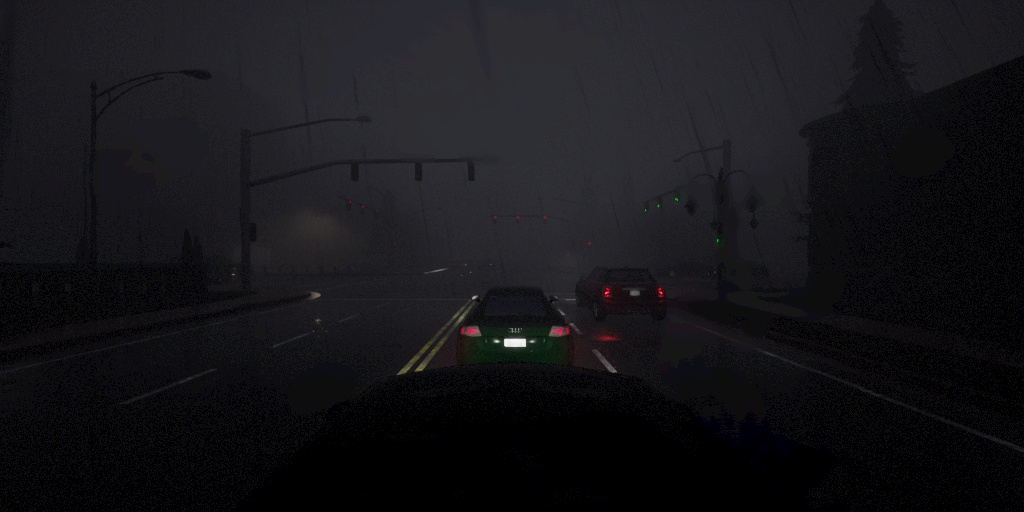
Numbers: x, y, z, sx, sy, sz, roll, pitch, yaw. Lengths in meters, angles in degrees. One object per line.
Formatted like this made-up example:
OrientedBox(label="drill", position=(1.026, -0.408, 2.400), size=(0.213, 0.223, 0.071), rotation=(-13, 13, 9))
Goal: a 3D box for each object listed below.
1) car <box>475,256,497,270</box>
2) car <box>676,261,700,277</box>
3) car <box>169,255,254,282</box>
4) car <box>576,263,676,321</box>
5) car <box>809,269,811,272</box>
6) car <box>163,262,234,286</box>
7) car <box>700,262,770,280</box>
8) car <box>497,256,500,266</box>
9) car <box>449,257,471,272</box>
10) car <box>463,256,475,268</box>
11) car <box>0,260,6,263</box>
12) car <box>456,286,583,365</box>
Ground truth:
OrientedBox(label="car", position=(-3.605, 1.102, 50.733), size=(2.097, 1.767, 4.553), rotation=(0, 0, 0))
OrientedBox(label="car", position=(16.185, 1.228, 33.636), size=(5.008, 1.535, 1.882), rotation=(0, 0, -2))
OrientedBox(label="car", position=(-22.584, 0.971, 26.815), size=(5.566, 2.045, 2.150), rotation=(0, 0, 0))
OrientedBox(label="car", position=(3.579, 1.102, 12.570), size=(2.097, 1.767, 4.553), rotation=(0, 0, 0))
OrientedBox(label="car", position=(31.056, 1.276, 34.465), size=(4.674, 1.442, 1.812), rotation=(0, 0, -11))
OrientedBox(label="car", position=(-21.300, 1.276, 23.337), size=(4.674, 1.442, 1.812), rotation=(0, 0, 0))
OrientedBox(label="car", position=(18.948, 1.255, 30.197), size=(4.892, 1.490, 1.837), rotation=(0, 0, -1))
OrientedBox(label="car", position=(-3.593, 1.240, 60.850), size=(2.128, 1.511, 4.902), rotation=(0, 0, 0))
OrientedBox(label="car", position=(-7.110, 1.228, 47.796), size=(1.882, 1.535, 5.008), rotation=(0, 0, 0))
OrientedBox(label="car", position=(-7.096, 1.237, 59.542), size=(2.128, 1.511, 4.902), rotation=(0, 0, 0))
OrientedBox(label="car", position=(-50.612, 1.102, 33.984), size=(4.553, 1.767, 2.097), rotation=(0, 0, 0))
OrientedBox(label="car", position=(0.063, 1.314, 7.558), size=(1.994, 1.385, 4.181), rotation=(0, 0, 0))
